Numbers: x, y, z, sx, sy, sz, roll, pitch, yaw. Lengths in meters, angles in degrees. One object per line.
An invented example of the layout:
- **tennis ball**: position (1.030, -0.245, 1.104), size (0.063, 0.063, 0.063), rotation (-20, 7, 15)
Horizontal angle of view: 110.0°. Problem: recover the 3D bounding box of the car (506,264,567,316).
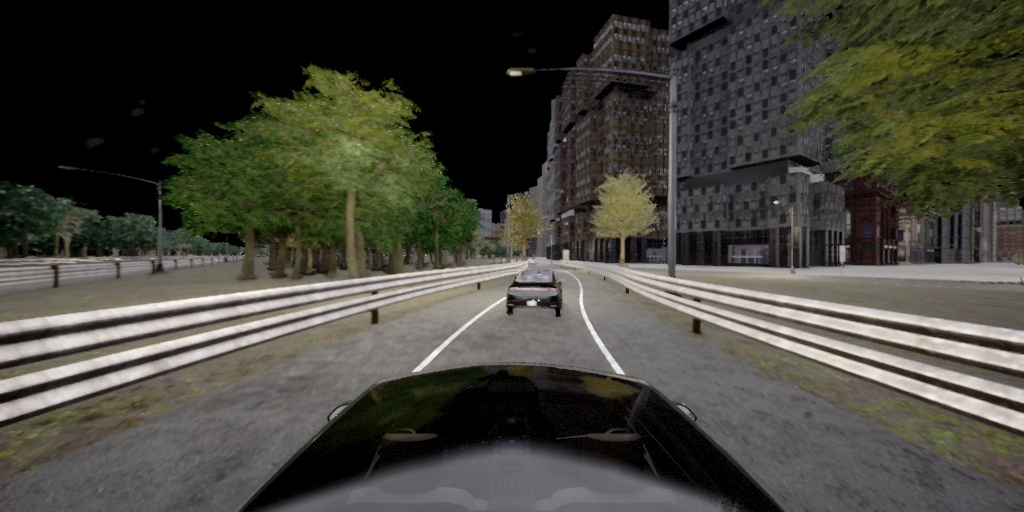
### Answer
- **car**: position (0.970, 1.246, 13.458), size (2.128, 1.511, 4.902), rotation (0, 0, 8)
